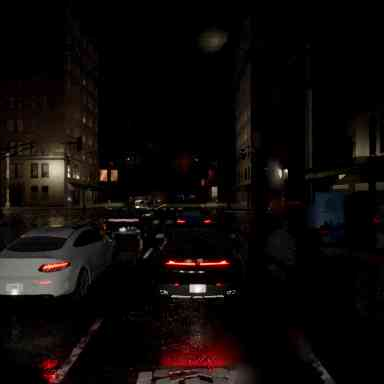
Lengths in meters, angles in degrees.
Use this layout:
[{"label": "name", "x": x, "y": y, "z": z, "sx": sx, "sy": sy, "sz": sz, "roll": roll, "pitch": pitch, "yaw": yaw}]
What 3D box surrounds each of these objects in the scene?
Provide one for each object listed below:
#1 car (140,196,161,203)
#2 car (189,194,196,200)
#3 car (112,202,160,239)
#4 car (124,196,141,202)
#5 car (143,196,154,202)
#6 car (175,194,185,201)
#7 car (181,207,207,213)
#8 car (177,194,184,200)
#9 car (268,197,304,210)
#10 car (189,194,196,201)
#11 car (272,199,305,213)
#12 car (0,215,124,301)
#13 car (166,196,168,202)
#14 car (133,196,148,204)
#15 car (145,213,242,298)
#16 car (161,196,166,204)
[{"label": "car", "x": -6.527, "y": 1.524, "z": 52.962, "sx": 1.837, "sy": 1.490, "sz": 4.892, "roll": 0, "pitch": 0, "yaw": 0}, {"label": "car", "x": 0.112, "y": 1.381, "z": 93.246, "sx": 2.033, "sy": 1.411, "sz": 5.357, "roll": 0, "pitch": 0, "yaw": 0}, {"label": "car", "x": -3.131, "y": 1.498, "z": 17.486, "sx": 2.128, "sy": 1.511, "sz": 4.902, "roll": 0, "pitch": 0, "yaw": 0}, {"label": "car", "x": -9.772, "y": 1.524, "z": 53.420, "sx": 1.837, "sy": 1.490, "sz": 4.892, "roll": 0, "pitch": 0, "yaw": 0}, {"label": "car", "x": -9.662, "y": 1.544, "z": 74.164, "sx": 1.812, "sy": 1.442, "sz": 4.674, "roll": 0, "pitch": 0, "yaw": 0}, {"label": "car", "x": -3.151, "y": 1.535, "z": 82.832, "sx": 2.128, "sy": 1.511, "sz": 4.902, "roll": 0, "pitch": 0, "yaw": 0}, {"label": "car", "x": 0.103, "y": 1.533, "z": 17.587, "sx": 1.812, "sy": 1.442, "sz": 4.674, "roll": 0, "pitch": 0, "yaw": 0}, {"label": "car", "x": -3.138, "y": 1.319, "z": 93.251, "sx": 1.882, "sy": 1.535, "sz": 5.008, "roll": 0, "pitch": 0, "yaw": 0}, {"label": "car", "x": 11.570, "y": 1.479, "z": 40.186, "sx": 4.553, "sy": 1.767, "sz": 2.097, "roll": 0, "pitch": -1, "yaw": 0}, {"label": "car", "x": 0.100, "y": 1.605, "z": 83.274, "sx": 1.895, "sy": 1.301, "sz": 4.718, "roll": 0, "pitch": 0, "yaw": 0}, {"label": "car", "x": 11.705, "y": 1.684, "z": 36.933, "sx": 4.718, "sy": 1.301, "sz": 1.895, "roll": 0, "pitch": -1, "yaw": 0}, {"label": "car", "x": -3.146, "y": 1.528, "z": 8.220, "sx": 1.812, "sy": 1.442, "sz": 4.674, "roll": 0, "pitch": 0, "yaw": 0}, {"label": "car", "x": -6.411, "y": 1.560, "z": 74.841, "sx": 2.033, "sy": 1.411, "sz": 5.357, "roll": 0, "pitch": 0, "yaw": 0}, {"label": "car", "x": -9.722, "y": 1.511, "z": 63.549, "sx": 2.128, "sy": 1.511, "sz": 4.902, "roll": 0, "pitch": 0, "yaw": 1}, {"label": "car", "x": 0.102, "y": 1.508, "z": 8.471, "sx": 1.837, "sy": 1.490, "sz": 4.892, "roll": 0, "pitch": 0, "yaw": 0}, {"label": "car", "x": -6.475, "y": 1.546, "z": 63.304, "sx": 1.812, "sy": 1.442, "sz": 4.674, "roll": 0, "pitch": 0, "yaw": 1}]
